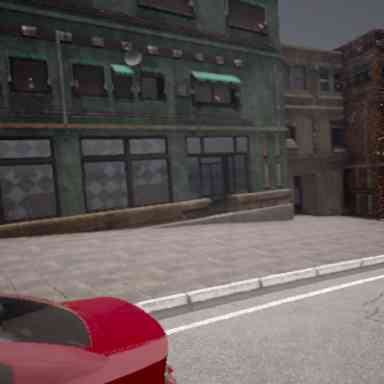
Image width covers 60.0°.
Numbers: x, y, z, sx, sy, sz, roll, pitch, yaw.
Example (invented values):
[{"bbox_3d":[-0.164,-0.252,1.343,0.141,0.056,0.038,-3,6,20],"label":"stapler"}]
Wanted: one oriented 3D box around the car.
[{"bbox_3d":[-2.454,1.472,1.800,5.008,1.535,1.882,0,0,-35],"label":"car"}]
